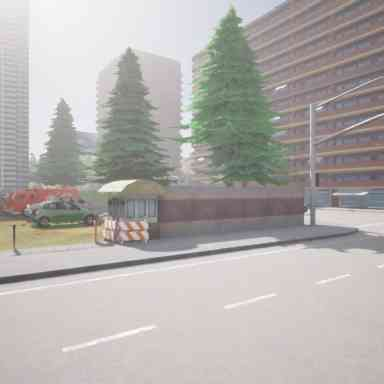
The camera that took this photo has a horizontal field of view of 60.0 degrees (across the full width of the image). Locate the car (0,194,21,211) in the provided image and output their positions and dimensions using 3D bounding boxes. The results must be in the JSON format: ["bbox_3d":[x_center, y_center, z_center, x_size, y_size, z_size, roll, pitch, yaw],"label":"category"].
[{"bbox_3d":[-25.042,1.394,43.736,4.193,1.474,1.816,0,0,-35],"label":"car"}]

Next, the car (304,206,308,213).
[{"bbox_3d":[9.873,1.656,35.266,1.895,1.301,4.718,0,0,-35],"label":"car"}]

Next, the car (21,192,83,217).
[{"bbox_3d":[-10.025,1.172,25.132,4.605,1.855,1.932,0,0,-35],"label":"car"}]

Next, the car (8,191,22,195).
[{"bbox_3d":[-26.315,1.204,46.260,3.866,1.878,1.905,0,0,-35],"label":"car"}]

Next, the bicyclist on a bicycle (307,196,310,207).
[{"bbox_3d":[16.651,1.356,46.504,1.656,1.620,0.582,0,0,-35],"label":"bicyclist on a bicycle"}]

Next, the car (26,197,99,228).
[{"bbox_3d":[-8.010,1.341,21.077,3.988,1.617,1.851,0,0,-35],"label":"car"}]
